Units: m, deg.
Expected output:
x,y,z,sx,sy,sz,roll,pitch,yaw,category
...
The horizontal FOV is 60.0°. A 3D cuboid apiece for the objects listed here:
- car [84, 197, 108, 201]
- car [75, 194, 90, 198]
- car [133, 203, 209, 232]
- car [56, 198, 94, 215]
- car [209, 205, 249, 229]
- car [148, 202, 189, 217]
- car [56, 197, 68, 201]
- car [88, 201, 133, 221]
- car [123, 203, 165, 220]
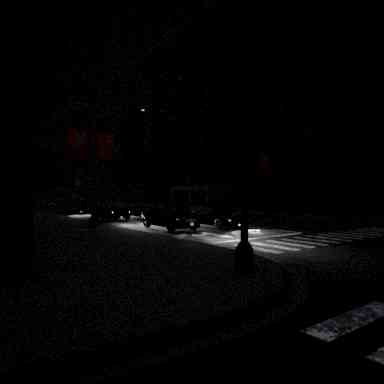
x,y,z,sx,sy,sz,roll,pitch,yaw,category
-10.548,1.632,38.906,2.128,1.511,4.902,0,0,-36,car
-21.898,1.475,66.151,2.150,2.045,5.566,0,0,-36,car
-1.427,1.548,20.625,2.128,1.511,4.902,0,0,-36,car
-13.049,1.680,36.818,2.033,1.411,5.357,0,0,-35,car
1.413,1.609,22.302,2.033,1.411,5.357,0,0,-33,car
-2.472,1.713,33.561,1.895,1.301,4.718,0,0,-36,car
-25.181,1.745,65.148,2.128,1.511,4.902,0,0,-36,car
-6.873,1.693,28.204,1.895,1.301,4.718,0,0,-36,car
-4.479,1.701,30.437,1.895,1.301,4.718,0,0,-36,car
